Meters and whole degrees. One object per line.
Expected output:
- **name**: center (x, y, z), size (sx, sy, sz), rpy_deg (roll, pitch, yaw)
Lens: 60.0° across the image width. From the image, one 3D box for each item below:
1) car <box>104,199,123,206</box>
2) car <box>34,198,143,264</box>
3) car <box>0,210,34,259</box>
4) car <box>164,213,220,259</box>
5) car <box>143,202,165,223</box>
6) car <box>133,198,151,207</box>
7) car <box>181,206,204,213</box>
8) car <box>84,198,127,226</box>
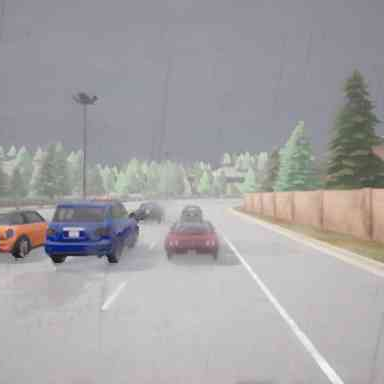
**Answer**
- **car**: center (-17.119, 2.310, 72.886), size (2.128, 1.511, 4.902), rpy_deg (0, -1, 13)
- **car**: center (-3.487, 1.362, 12.559), size (2.150, 2.045, 5.566), rpy_deg (0, 0, 0)
- **car**: center (-6.976, 1.497, 13.412), size (2.097, 1.767, 4.553), rpy_deg (0, -1, 0)
- **car**: center (0.021, 1.745, 13.232), size (1.895, 1.301, 4.718), rpy_deg (0, -1, 1)
- **car**: center (-3.475, 1.658, 28.411), size (2.097, 1.767, 4.553), rpy_deg (0, -1, 0)
- **car**: center (-10.536, 2.113, 70.385), size (2.097, 1.767, 4.553), rpy_deg (0, -1, 13)
- **car**: center (0.013, 1.845, 27.517), size (2.033, 1.411, 5.357), rpy_deg (0, -1, 0)
- **car**: center (-6.986, 1.523, 27.574), size (2.150, 2.045, 5.566), rpy_deg (0, 0, 0)
